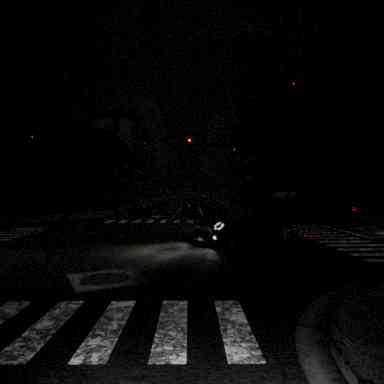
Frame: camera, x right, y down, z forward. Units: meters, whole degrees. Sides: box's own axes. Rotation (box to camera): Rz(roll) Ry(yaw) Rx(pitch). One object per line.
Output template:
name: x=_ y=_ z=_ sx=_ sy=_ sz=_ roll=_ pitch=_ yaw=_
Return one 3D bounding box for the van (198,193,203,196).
van: x=2.346 y=1.424 z=58.196 sx=1.690 sy=1.788 sz=3.998 roll=0 pitch=0 yaw=0

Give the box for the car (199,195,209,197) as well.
car: x=2.341 y=1.637 z=52.685 sx=1.947 sy=1.339 sz=4.313 roll=0 pitch=0 yaw=0

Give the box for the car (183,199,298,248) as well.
car: x=2.217 y=1.341 z=14.800 sx=4.553 sy=1.767 sz=2.097 roll=0 pitch=0 yaw=-32

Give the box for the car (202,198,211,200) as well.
car: x=2.326 y=1.606 z=36.152 sx=1.947 sy=1.339 sz=4.313 roll=0 pitch=0 yaw=0

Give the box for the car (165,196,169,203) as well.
car: x=-5.678 y=1.634 z=58.203 sx=2.008 sy=1.369 sz=4.403 roll=0 pitch=0 yaw=0

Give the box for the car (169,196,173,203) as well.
car: x=-5.668 y=1.552 z=69.225 sx=1.967 sy=1.590 sz=4.097 roll=0 pitch=0 yaw=0

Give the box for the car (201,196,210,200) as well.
car: x=2.336 y=1.641 z=47.175 sx=1.802 sy=1.307 sz=4.206 roll=0 pitch=0 yaw=0

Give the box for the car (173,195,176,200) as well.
car: x=-5.658 y=1.694 z=80.246 sx=2.008 sy=1.369 sz=4.403 roll=0 pitch=0 yaw=0

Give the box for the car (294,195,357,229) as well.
car: x=7.226 y=1.200 z=20.647 sx=5.566 sy=2.045 sz=2.150 roll=0 pitch=0 yaw=0

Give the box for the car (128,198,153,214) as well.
car: x=-5.699 y=1.480 z=36.160 sx=1.967 sy=1.590 sz=4.097 roll=0 pitch=0 yaw=0

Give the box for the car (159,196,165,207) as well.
car: x=-5.684 y=1.653 z=52.692 sx=1.802 sy=1.307 sz=4.206 roll=0 pitch=0 yaw=0

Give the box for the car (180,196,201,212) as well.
car: x=-0.264 y=1.594 z=39.863 sx=2.033 sy=1.411 sz=5.357 roll=0 pitch=0 yaw=0

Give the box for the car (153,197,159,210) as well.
car: x=-5.694 y=1.490 z=41.671 sx=1.967 sy=1.590 sz=4.097 roll=0 pitch=0 yaw=0

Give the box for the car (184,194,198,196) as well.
car: x=-0.266 y=1.608 z=65.304 sx=1.837 sy=1.490 sz=4.892 roll=0 pitch=0 yaw=0
